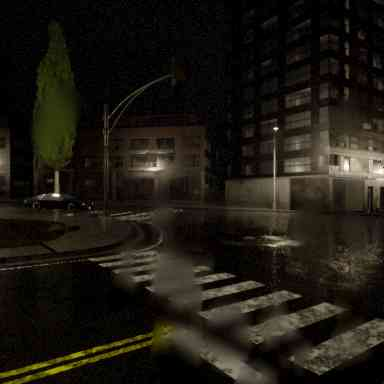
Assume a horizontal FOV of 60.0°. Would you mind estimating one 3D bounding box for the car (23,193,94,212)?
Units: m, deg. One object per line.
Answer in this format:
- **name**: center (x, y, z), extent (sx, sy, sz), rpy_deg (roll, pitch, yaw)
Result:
- **car**: center (-10.534, 0.787, 26.305), extent (5.357, 1.411, 2.033), rpy_deg (1, 0, 11)
